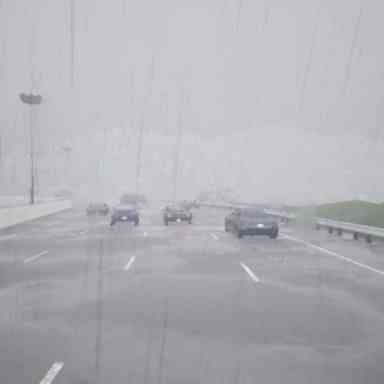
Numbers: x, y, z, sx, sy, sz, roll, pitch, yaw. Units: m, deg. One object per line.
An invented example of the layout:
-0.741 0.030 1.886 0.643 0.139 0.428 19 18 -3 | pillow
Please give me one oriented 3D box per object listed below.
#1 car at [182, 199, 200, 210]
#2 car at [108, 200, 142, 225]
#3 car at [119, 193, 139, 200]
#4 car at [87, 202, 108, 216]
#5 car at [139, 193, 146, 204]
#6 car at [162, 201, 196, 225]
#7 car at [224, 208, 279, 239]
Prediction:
-0.466 1.557 42.448 1.895 1.301 4.718 -1 0 -13 | car
-4.794 1.552 24.237 1.812 1.442 4.674 0 0 -8 | car
-9.793 1.275 50.369 2.150 2.045 5.566 0 0 -17 | car
-9.421 1.670 33.548 1.895 1.301 4.718 -1 0 -11 | car
-10.144 1.266 62.797 2.150 2.045 5.566 0 0 -19 | car
-1.198 1.586 24.168 1.895 1.301 4.718 -1 0 -8 | car
2.929 1.510 17.212 1.994 1.385 4.181 -1 0 -5 | car
